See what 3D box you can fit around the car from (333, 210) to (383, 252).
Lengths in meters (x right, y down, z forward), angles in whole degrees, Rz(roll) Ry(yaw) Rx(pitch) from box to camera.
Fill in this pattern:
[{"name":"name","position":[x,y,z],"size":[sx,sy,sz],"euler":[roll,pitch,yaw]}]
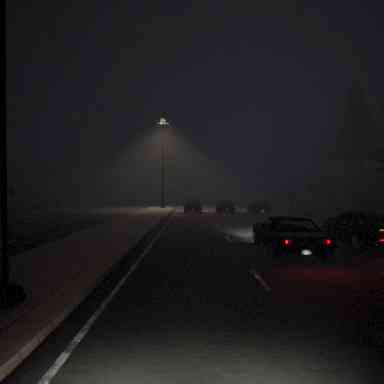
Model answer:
[{"name":"car","position":[7.103,1.504,13.959],"size":[1.837,1.490,4.892],"euler":[0,0,0]}]

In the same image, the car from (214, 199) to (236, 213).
[{"name":"car","position":[3.609,1.526,36.791],"size":[1.812,1.442,4.674],"euler":[0,0,0]}]

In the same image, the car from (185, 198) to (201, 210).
[{"name":"car","position":[0.107,1.564,44.600],"size":[1.994,1.385,4.181],"euler":[0,0,0]}]

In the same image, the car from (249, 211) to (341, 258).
[{"name":"car","position":[3.602,1.601,12.665],"size":[1.895,1.301,4.718],"euler":[0,0,0]}]

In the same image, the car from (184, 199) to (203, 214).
[{"name":"car","position":[0.100,1.526,35.839],"size":[1.812,1.442,4.674],"euler":[0,0,0]}]

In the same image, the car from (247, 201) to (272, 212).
[{"name":"car","position":[7.106,1.601,35.686],"size":[1.895,1.301,4.718],"euler":[0,0,0]}]
